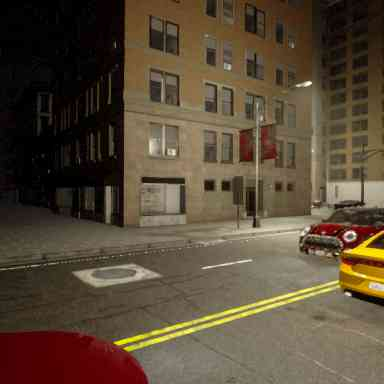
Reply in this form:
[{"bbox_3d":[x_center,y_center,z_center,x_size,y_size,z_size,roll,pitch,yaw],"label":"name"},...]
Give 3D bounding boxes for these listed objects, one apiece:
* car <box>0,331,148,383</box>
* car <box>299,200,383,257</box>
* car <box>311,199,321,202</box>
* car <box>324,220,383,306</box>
[{"bbox_3d":[-2.426,1.526,1.708,4.674,1.442,1.812,0,0,-36],"label":"car"},{"bbox_3d":[5.906,1.352,11.923,4.553,1.767,2.097,0,0,-36],"label":"car"},{"bbox_3d":[15.549,1.582,44.926,2.008,1.369,4.403,0,0,-35],"label":"car"},{"bbox_3d":[5.201,1.478,7.170,5.008,1.535,1.882,0,0,-35],"label":"car"}]
